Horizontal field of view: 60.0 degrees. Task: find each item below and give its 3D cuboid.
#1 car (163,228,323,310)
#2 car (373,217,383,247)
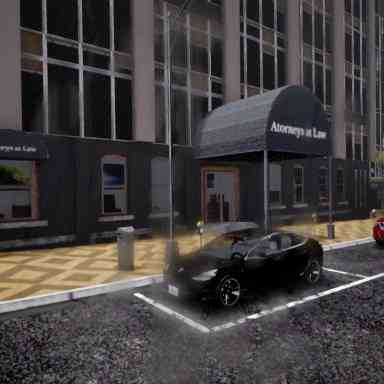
[{"bbox_3d":[1.370,1.564,7.847,4.313,1.339,1.947,0,-1,-37],"label":"car"},{"bbox_3d":[9.642,1.310,14.054,5.009,1.841,2.192,0,-1,-37],"label":"car"}]
